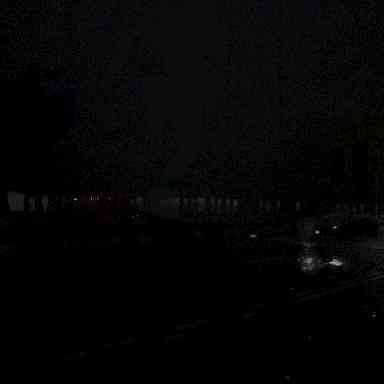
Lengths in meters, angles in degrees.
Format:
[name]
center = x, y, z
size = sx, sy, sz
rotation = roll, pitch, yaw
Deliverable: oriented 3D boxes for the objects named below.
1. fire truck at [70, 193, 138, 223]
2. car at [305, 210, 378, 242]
[fire truck]
center = -11.676, 2.122, 44.613
size = 8.468, 3.827, 2.891
rotation = -2, -1, 9
[car]
center = 7.897, 1.656, 17.286
size = 4.674, 1.442, 1.812
rotation = 1, 0, -35
